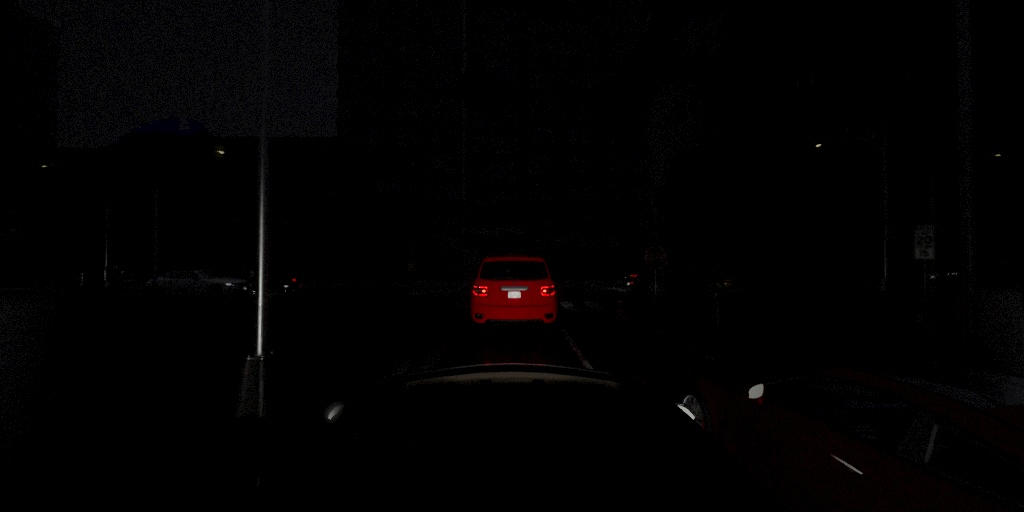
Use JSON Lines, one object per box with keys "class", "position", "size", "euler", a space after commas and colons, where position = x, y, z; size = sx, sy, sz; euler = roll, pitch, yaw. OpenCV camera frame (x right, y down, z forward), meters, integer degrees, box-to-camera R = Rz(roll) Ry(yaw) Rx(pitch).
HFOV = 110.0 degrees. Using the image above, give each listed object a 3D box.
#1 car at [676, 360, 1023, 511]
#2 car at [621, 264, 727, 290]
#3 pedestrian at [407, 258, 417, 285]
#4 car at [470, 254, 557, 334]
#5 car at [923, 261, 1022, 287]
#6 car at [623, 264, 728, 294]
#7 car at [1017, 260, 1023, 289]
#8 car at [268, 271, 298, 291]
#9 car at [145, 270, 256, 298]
{"class": "car", "position": [2.638, 1.332, 2.257], "size": [1.802, 1.307, 4.207], "euler": [0, 0, 0]}
{"class": "car", "position": [9.513, 1.234, 21.361], "size": [5.357, 1.411, 2.033], "euler": [-1, -1, 0]}
{"class": "pedestrian", "position": [-6.831, 1.040, 24.336], "size": [0.375, 1.860, 0.375], "euler": [0, 0, 0]}
{"class": "car", "position": [0.009, 0.974, 10.809], "size": [2.150, 2.045, 5.566], "euler": [0, 0, -1]}
{"class": "car", "position": [27.510, 1.030, 21.291], "size": [4.902, 1.511, 2.128], "euler": [0, -1, 0]}
{"class": "car", "position": [8.394, 1.145, 18.406], "size": [4.892, 1.490, 1.837], "euler": [-1, -1, 0]}
{"class": "car", "position": [29.694, 0.944, 18.349], "size": [5.008, 1.535, 1.882], "euler": [0, -1, 0]}
{"class": "car", "position": [-15.701, 1.547, 21.451], "size": [4.718, 1.301, 1.895], "euler": [-1, -1, 0]}
{"class": "car", "position": [-16.099, 1.421, 18.504], "size": [4.674, 1.442, 1.812], "euler": [-1, -1, 0]}
